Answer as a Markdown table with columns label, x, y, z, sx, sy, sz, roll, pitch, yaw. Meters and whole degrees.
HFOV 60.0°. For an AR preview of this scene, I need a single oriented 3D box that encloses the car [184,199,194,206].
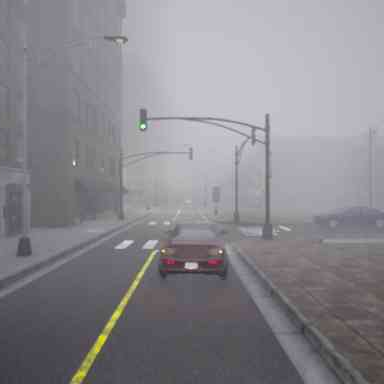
| label | x | y | z | sx | sy | sz | roll | pitch | yaw |
| --- | --- | --- | --- | --- | --- | --- | --- | --- | --- |
| car | -0.747 | 2.351 | 74.930 | 1.812 | 1.442 | 4.674 | 0 | -1 | -1 |

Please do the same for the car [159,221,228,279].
| label | x | y | z | sx | sy | sz | roll | pitch | yaw |
| --- | --- | --- | --- | --- | --- | --- | --- | --- | --- |
| car | 0.123 | 1.636 | 10.325 | 1.812 | 1.442 | 4.674 | 0 | -1 | 3 |

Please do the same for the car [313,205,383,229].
| label | x | y | z | sx | sy | sz | roll | pitch | yaw |
| --- | --- | --- | --- | --- | --- | --- | --- | --- | --- |
| car | 10.885 | 1.670 | 22.759 | 5.008 | 1.535 | 1.882 | 0 | 0 | -1 |
